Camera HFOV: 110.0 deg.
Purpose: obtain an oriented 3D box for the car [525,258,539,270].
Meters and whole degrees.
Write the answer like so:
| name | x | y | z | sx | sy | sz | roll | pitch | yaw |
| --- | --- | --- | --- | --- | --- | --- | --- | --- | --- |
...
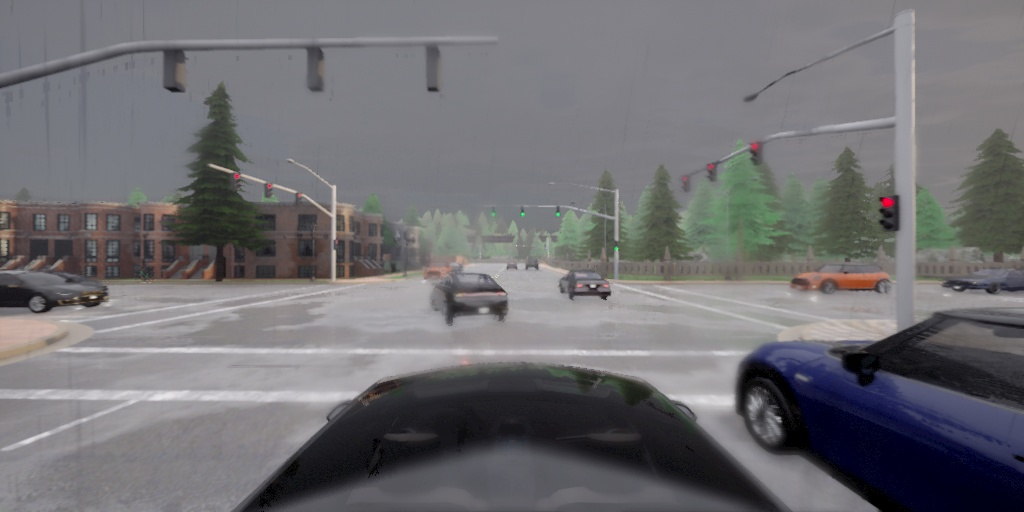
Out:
| name | x | y | z | sx | sy | sz | roll | pitch | yaw |
| --- | --- | --- | --- | --- | --- | --- | --- | --- | --- |
| car | 3.497 | 1.369 | 62.795 | 2.150 | 2.045 | 5.566 | 0 | 0 | 0 |

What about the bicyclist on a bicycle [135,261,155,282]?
| name | x | y | z | sx | sy | sz | roll | pitch | yaw |
| --- | --- | --- | --- | --- | --- | --- | --- | --- | --- |
| bicyclist on a bicycle | -28.823 | 1.224 | 28.181 | 0.582 | 1.620 | 1.656 | 0 | 0 | -1 |

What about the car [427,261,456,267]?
| name | x | y | z | sx | sy | sz | roll | pitch | yaw |
| --- | --- | --- | --- | --- | --- | --- | --- | --- | --- |
| car | -7.102 | 1.318 | 34.893 | 2.097 | 1.767 | 4.553 | 0 | 0 | 0 |

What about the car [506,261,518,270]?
| name | x | y | z | sx | sy | sz | roll | pitch | yaw |
| --- | --- | --- | --- | --- | --- | --- | --- | --- | --- |
| car | -0.005 | 1.671 | 62.449 | 1.812 | 1.442 | 4.674 | 0 | 0 | 0 |

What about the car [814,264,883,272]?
| name | x | y | z | sx | sy | sz | roll | pitch | yaw |
| --- | --- | --- | --- | --- | --- | --- | --- | --- | --- |
| car | 18.703 | 1.226 | 20.562 | 4.553 | 1.767 | 2.097 | 0 | 0 | 0 |

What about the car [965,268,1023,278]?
| name | x | y | z | sx | sy | sz | roll | pitch | yaw |
| --- | --- | --- | --- | --- | --- | --- | --- | --- | --- |
| car | 28.228 | 1.422 | 20.549 | 5.357 | 1.411 | 2.033 | 0 | 0 | 1 |

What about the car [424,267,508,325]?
| name | x | y | z | sx | sy | sz | roll | pitch | yaw |
| --- | --- | --- | --- | --- | --- | --- | --- | --- | --- |
| car | -1.609 | 1.311 | 12.259 | 2.128 | 1.511 | 4.902 | 0 | 0 | -20 |

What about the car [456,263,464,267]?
| name | x | y | z | sx | sy | sz | roll | pitch | yaw |
| --- | --- | --- | --- | --- | --- | --- | --- | --- | --- |
| car | -7.093 | 1.556 | 44.824 | 1.812 | 1.442 | 4.674 | 0 | 0 | 1 |

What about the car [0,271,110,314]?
| name | x | y | z | sx | sy | sz | roll | pitch | yaw |
| --- | --- | --- | --- | --- | --- | --- | --- | --- | --- |
| car | -18.502 | 1.332 | 13.748 | 4.892 | 1.490 | 1.837 | 0 | 0 | -1 |

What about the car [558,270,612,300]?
| name | x | y | z | sx | sy | sz | roll | pitch | yaw |
| --- | --- | --- | --- | --- | --- | --- | --- | --- | --- |
| car | 3.598 | 1.406 | 18.441 | 2.033 | 1.411 | 5.357 | 0 | 0 | 0 |

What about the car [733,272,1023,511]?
| name | x | y | z | sx | sy | sz | roll | pitch | yaw |
| --- | --- | --- | --- | --- | --- | --- | --- | --- | --- |
| car | 3.600 | 1.106 | 2.272 | 2.097 | 1.767 | 4.553 | 0 | 0 | 0 |

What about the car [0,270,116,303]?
| name | x | y | z | sx | sy | sz | roll | pitch | yaw |
| --- | --- | --- | --- | --- | --- | --- | --- | --- | --- |
| car | -22.190 | 1.414 | 17.174 | 4.181 | 1.385 | 1.994 | 0 | 0 | -2 |
